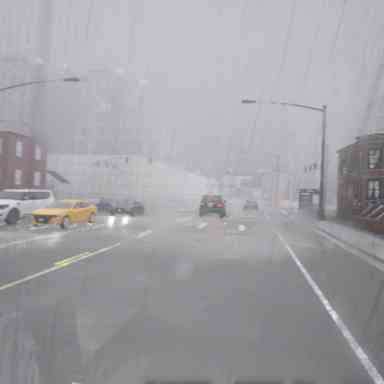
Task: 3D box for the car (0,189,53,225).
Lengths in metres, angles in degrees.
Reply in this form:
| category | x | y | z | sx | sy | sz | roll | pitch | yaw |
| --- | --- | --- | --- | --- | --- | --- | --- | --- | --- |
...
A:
| category | x | y | z | sx | sy | sz | roll | pitch | yaw |
| --- | --- | --- | --- | --- | --- | --- | --- | --- | --- |
| car | -10.765 | 0.816 | 20.740 | 2.150 | 2.045 | 5.566 | 2 | 0 | 10 |

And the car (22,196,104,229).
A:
| category | x | y | z | sx | sy | sz | roll | pitch | yaw |
| --- | --- | --- | --- | --- | --- | --- | --- | --- | --- |
| car | -7.399 | 1.199 | 19.757 | 1.882 | 1.535 | 5.008 | 2 | 0 | 10 |

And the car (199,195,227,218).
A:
| category | x | y | z | sx | sy | sz | roll | pitch | yaw |
| --- | --- | --- | --- | --- | --- | --- | --- | --- | --- |
| car | 2.029 | 1.299 | 31.560 | 2.150 | 2.045 | 5.566 | 2 | 0 | 9 |

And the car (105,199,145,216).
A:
| category | x | y | z | sx | sy | sz | roll | pitch | yaw |
| --- | --- | --- | --- | --- | --- | --- | --- | --- | --- |
| car | -5.644 | 1.352 | 29.481 | 1.994 | 1.385 | 4.181 | 2 | 0 | 10 |

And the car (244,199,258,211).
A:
| category | x | y | z | sx | sy | sz | roll | pitch | yaw |
| --- | --- | --- | --- | --- | --- | --- | --- | --- | --- |
| car | 8.400 | 1.812 | 47.365 | 2.128 | 1.511 | 4.902 | 2 | 0 | 10 |

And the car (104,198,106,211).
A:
| category | x | y | z | sx | sy | sz | roll | pitch | yaw |
| --- | --- | --- | --- | --- | --- | --- | --- | --- | --- |
| car | -8.943 | 1.189 | 30.852 | 1.812 | 1.442 | 4.674 | 2 | 0 | 10 |
